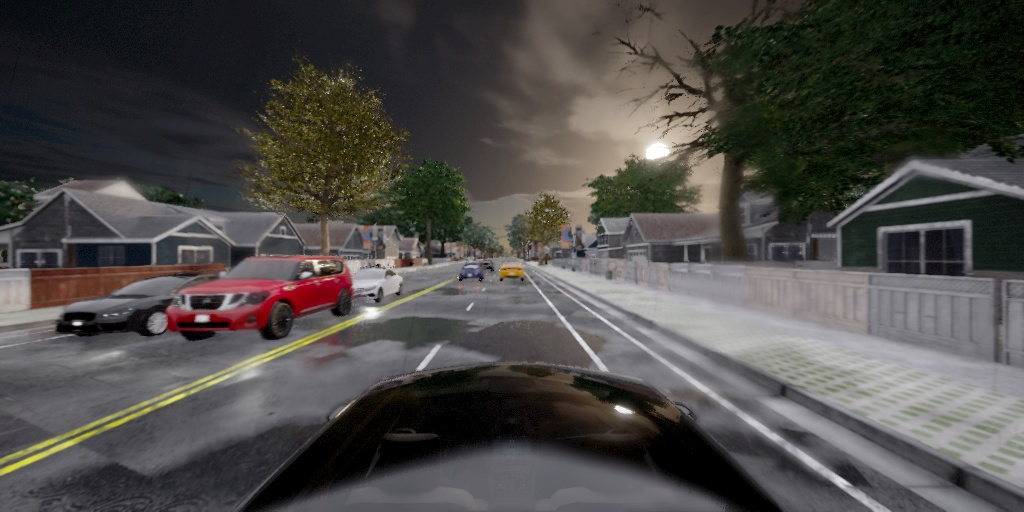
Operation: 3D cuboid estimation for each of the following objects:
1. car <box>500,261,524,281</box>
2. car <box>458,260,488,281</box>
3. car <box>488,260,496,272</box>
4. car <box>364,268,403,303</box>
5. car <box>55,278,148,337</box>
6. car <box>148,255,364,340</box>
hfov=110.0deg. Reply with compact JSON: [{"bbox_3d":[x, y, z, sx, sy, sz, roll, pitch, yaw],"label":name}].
[{"bbox_3d":[0.004,1.229,30.018,1.882,1.535,5.008,0,-1,0],"label":"car"},{"bbox_3d":[-3.228,1.286,29.699,1.812,1.442,4.674,0,0,0],"label":"car"},{"bbox_3d":[-3.286,1.267,47.545,1.837,1.490,4.892,0,1,0],"label":"car"},{"bbox_3d":[-6.540,1.303,17.003,1.812,1.442,4.674,0,0,0],"label":"car"},{"bbox_3d":[-9.858,1.288,10.556,1.837,1.490,4.892,0,0,0],"label":"car"},{"bbox_3d":[-6.611,0.997,10.411,2.150,2.045,5.566,0,0,0],"label":"car"}]
